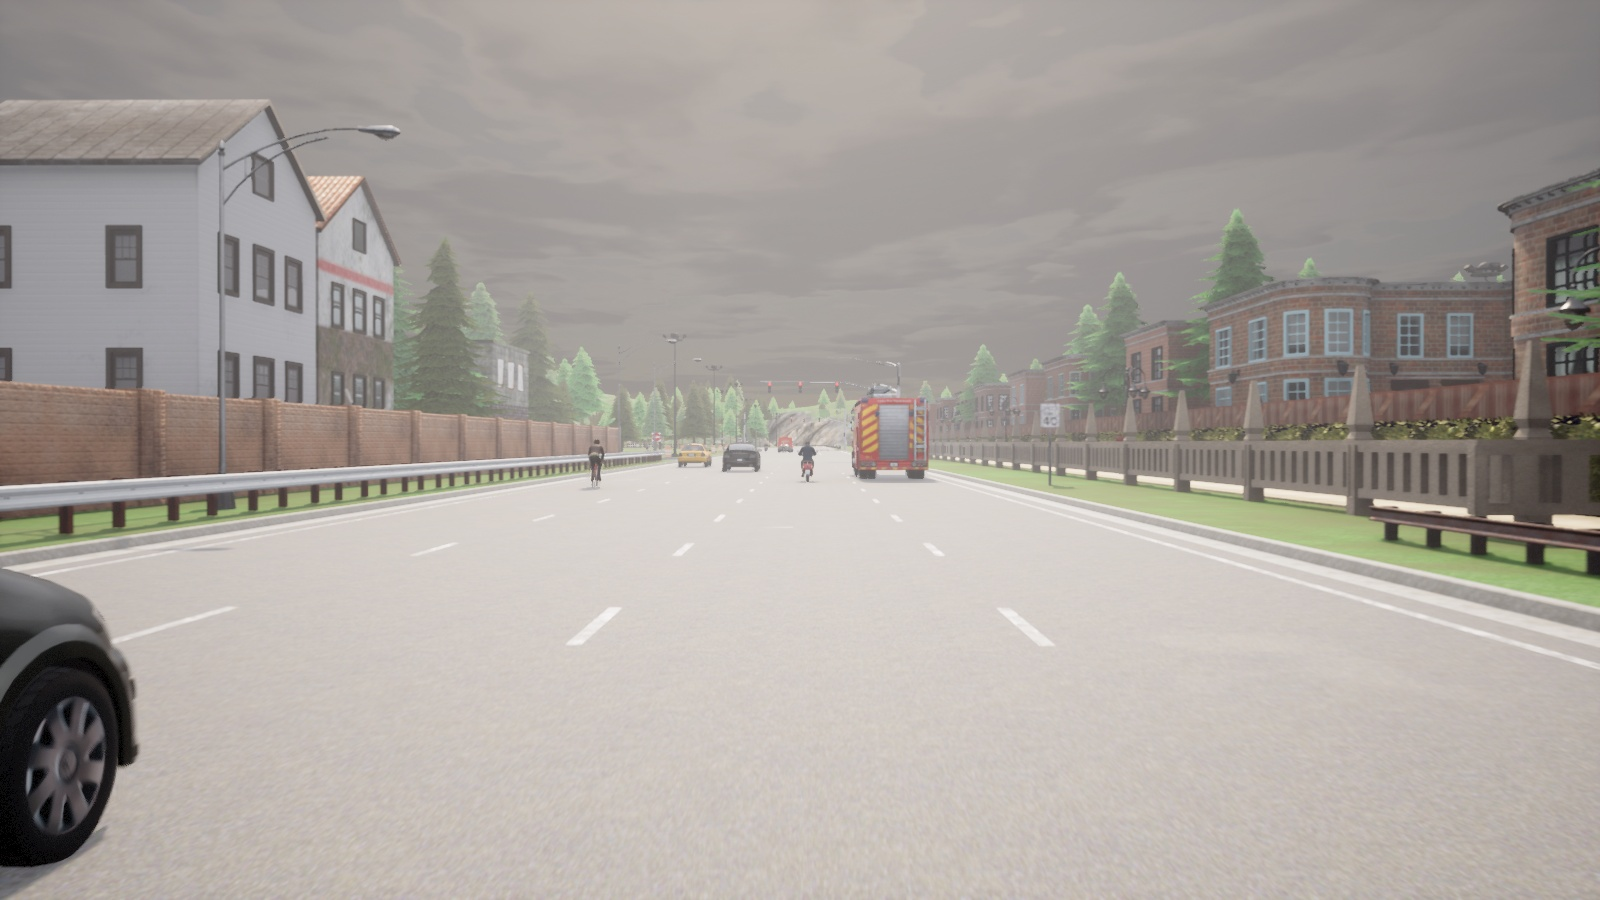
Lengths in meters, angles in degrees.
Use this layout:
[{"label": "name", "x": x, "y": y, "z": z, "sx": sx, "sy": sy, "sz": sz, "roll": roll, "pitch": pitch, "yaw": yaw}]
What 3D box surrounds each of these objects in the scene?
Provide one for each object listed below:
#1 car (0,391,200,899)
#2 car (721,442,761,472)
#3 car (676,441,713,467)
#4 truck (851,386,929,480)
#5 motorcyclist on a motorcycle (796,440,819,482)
[{"label": "car", "x": -3.466, "y": 0.623, "z": 3.298, "sx": 1.851, "sy": 1.617, "sz": 3.988, "roll": 0, "pitch": 0, "yaw": 0}, {"label": "car", "x": -3.101, "y": 0.342, "z": 67.339, "sx": 1.882, "sy": 1.535, "sz": 5.008, "roll": 0, "pitch": 0, "yaw": 0}, {"label": "car", "x": -6.538, "y": 0.239, "z": 78.359, "sx": 1.801, "sy": 1.575, "sz": 5.366, "roll": 0, "pitch": 0, "yaw": 0}, {"label": "truck", "x": 3.831, "y": -0.727, "z": 55.322, "sx": 2.891, "sy": 3.827, "sz": 8.468, "roll": 0, "pitch": 0, "yaw": 0}, {"label": "motorcyclist on a motorcycle", "x": 0.293, "y": 0.425, "z": 48.800, "sx": 0.866, "sy": 1.590, "sz": 1.817, "roll": 0, "pitch": 0, "yaw": 0}]
